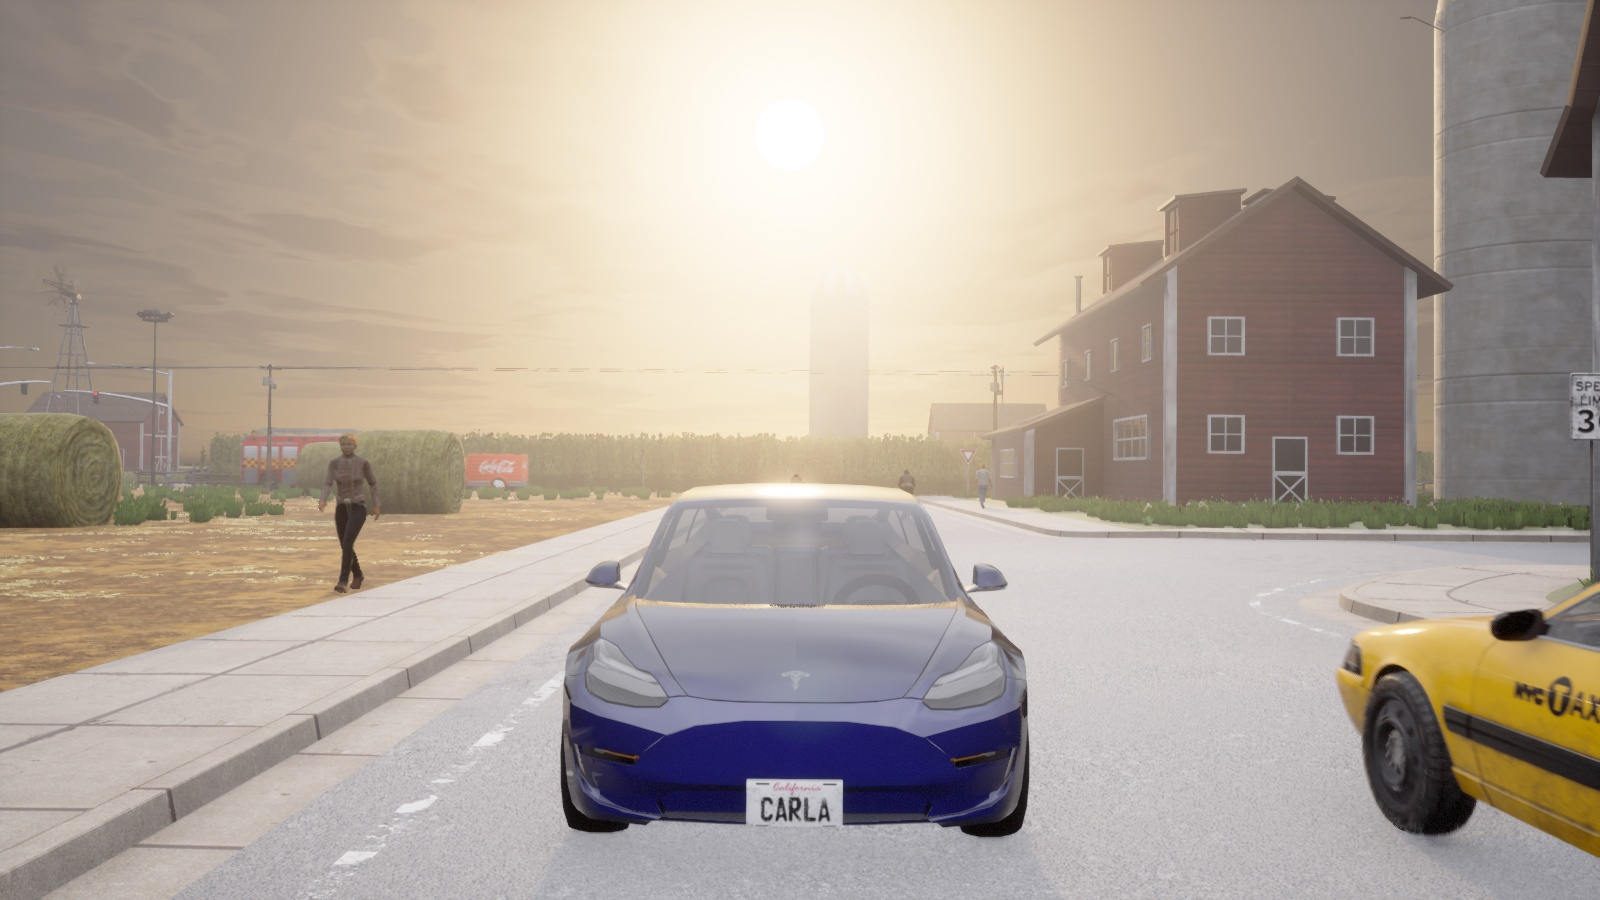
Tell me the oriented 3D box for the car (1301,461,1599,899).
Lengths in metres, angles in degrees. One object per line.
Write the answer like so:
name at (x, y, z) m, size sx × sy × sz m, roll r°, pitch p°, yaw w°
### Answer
car at (3.493, 0.819, 3.800) m, size 1.801 × 1.575 × 5.366 m, roll 0°, pitch -1°, yaw 0°

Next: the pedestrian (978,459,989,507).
pedestrian at (7.024, 1.250, 48.113) m, size 0.354 × 1.836 × 0.706 m, roll 0°, pitch -1°, yaw 3°

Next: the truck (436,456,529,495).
truck at (-20.069, 1.621, 79.636) m, size 5.204 × 2.467 × 2.627 m, roll 0°, pitch -1°, yaw 1°

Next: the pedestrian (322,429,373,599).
pedestrian at (-5.025, 0.700, 13.963) m, size 0.331 × 1.846 × 0.634 m, roll 0°, pitch -1°, yaw 0°

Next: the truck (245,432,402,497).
truck at (-28.849, 0.885, 76.256) m, size 8.468 × 3.827 × 2.891 m, roll 0°, pitch -1°, yaw 1°

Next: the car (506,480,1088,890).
car at (-0.013, 0.931, 7.078) m, size 2.163 × 1.488 × 4.792 m, roll 0°, pitch -1°, yaw 0°
